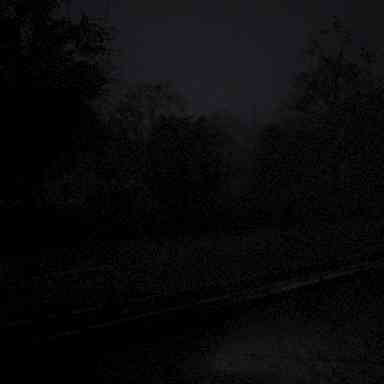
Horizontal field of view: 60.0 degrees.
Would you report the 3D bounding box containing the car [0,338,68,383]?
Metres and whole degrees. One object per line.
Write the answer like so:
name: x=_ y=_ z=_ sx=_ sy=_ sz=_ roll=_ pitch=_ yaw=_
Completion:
car: x=-2.984 y=1.484 z=1.312 sx=4.902 sy=1.511 sz=2.128 roll=0 pitch=0 yaw=-36
